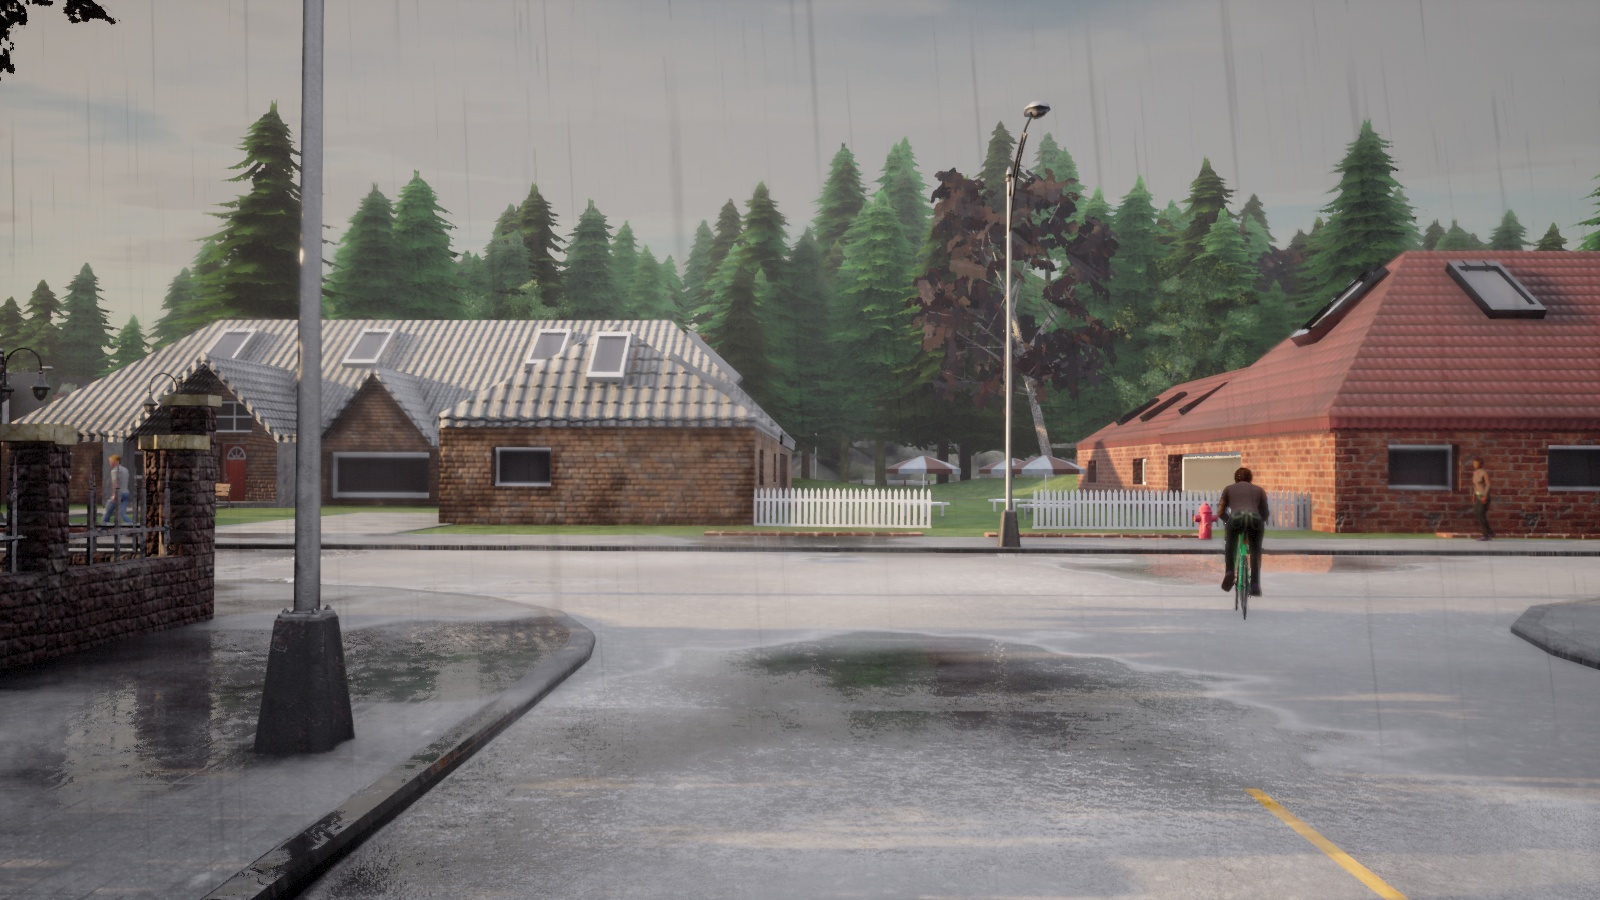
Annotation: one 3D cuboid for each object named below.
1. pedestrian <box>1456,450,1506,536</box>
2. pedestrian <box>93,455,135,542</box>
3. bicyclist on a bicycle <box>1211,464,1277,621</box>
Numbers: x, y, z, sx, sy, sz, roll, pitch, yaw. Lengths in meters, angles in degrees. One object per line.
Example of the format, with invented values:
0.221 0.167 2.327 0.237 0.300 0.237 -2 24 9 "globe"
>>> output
14.561 0.916 26.846 0.869 1.805 0.328 0 -1 0 "pedestrian"
-14.586 1.030 26.695 0.706 1.836 0.354 0 -1 6 "pedestrian"
4.897 0.981 13.922 0.582 1.620 1.656 1 -1 17 "bicyclist on a bicycle"
